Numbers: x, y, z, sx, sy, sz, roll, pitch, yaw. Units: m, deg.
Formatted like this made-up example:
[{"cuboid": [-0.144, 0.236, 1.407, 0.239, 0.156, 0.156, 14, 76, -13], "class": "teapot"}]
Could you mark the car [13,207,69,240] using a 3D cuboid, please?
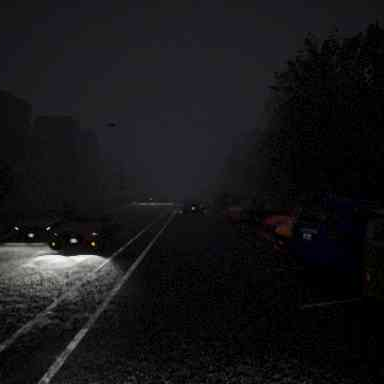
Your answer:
[{"cuboid": [-7.023, 1.503, 17.178, 2.033, 1.411, 5.357, 0, 0, 0], "class": "car"}]

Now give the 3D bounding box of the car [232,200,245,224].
[{"cuboid": [5.346, 1.454, 20.917, 4.792, 1.488, 2.163, 1, 0, -20], "class": "car"}]

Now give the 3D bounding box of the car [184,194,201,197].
[{"cuboid": [-0.152, 1.374, 44.429, 1.895, 1.301, 4.718, 0, 1, -1], "class": "car"}]

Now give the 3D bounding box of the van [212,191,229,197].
[{"cuboid": [5.280, 1.058, 41.741, 4.442, 1.987, 1.878, 1, 0, -21], "class": "van"}]

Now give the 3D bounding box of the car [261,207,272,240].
[{"cuboid": [5.318, 1.459, 12.015, 5.008, 1.535, 2.097, 1, 1, -20], "class": "car"}]

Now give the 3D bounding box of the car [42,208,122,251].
[{"cuboid": [-4.231, 1.533, 13.851, 1.994, 1.385, 4.181, 0, 0, 0], "class": "car"}]

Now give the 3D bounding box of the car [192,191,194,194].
[{"cuboid": [3.389, 0.906, 80.226, 4.892, 1.521, 2.231, 1, 1, -24], "class": "car"}]

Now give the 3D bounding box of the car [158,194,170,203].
[{"cuboid": [-4.886, 1.163, 57.976, 1.812, 1.442, 4.674, 0, 1, -2], "class": "car"}]

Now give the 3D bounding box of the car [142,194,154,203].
[{"cuboid": [-7.720, 1.133, 58.950, 1.837, 1.490, 4.892, 0, 1, -2], "class": "car"}]

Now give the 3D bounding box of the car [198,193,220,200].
[{"cuboid": [3.789, 0.996, 74.299, 4.674, 1.452, 2.002, 1, 1, -24], "class": "car"}]

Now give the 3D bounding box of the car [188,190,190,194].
[{"cuboid": [2.164, 0.791, 95.031, 5.008, 1.535, 2.097, 1, 1, -25], "class": "car"}]

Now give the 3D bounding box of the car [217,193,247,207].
[{"cuboid": [5.270, 1.228, 32.772, 4.553, 1.767, 2.185, 1, 0, -21], "class": "car"}]

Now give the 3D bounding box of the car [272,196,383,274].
[{"cuboid": [5.338, 1.217, 9.069, 5.566, 2.045, 2.435, 1, 0, -20], "class": "car"}]

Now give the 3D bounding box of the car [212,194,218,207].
[{"cuboid": [5.225, 1.348, 38.724, 4.674, 1.452, 2.002, 1, 1, -21], "class": "car"}]

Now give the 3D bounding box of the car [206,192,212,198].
[{"cuboid": [5.199, 1.226, 47.705, 5.366, 1.575, 1.946, 1, 0, -22], "class": "car"}]

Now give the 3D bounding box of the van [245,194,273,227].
[{"cuboid": [5.425, 1.213, 17.987, 4.442, 1.987, 1.878, 1, 0, -20], "class": "van"}]

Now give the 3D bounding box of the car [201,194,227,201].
[{"cuboid": [4.307, 1.081, 65.404, 4.674, 1.452, 2.002, 0, 1, -23], "class": "car"}]

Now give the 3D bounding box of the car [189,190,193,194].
[{"cuboid": [2.674, 0.833, 89.116, 5.008, 1.535, 2.097, 1, 0, -25], "class": "car"}]

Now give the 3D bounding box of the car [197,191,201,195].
[{"cuboid": [4.284, 1.066, 62.364, 5.366, 1.575, 1.946, 1, 1, -23], "class": "car"}]

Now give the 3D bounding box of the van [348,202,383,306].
[{"cuboid": [5.412, 1.250, 6.143, 4.442, 1.987, 1.878, 1, 0, -20], "class": "van"}]

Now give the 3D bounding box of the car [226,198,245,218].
[{"cuboid": [5.500, 1.409, 23.932, 5.366, 1.575, 1.946, 1, 0, -20], "class": "car"}]

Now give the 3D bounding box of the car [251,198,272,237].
[{"cuboid": [5.343, 1.324, 14.989, 4.553, 1.767, 2.185, 1, 1, -20], "class": "car"}]

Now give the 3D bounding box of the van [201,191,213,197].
[{"cuboid": [4.489, 0.875, 59.420, 4.442, 1.987, 1.878, 1, 1, -23], "class": "van"}]

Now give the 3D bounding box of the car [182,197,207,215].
[{"cuboid": [0.085, 1.438, 31.635, 1.994, 1.385, 4.181, 0, 0, 0], "class": "car"}]

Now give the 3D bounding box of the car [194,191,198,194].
[{"cuboid": [3.999, 0.733, 71.349, 5.566, 2.045, 2.435, 1, 0, -24], "class": "car"}]

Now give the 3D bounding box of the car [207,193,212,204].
[{"cuboid": [5.097, 1.255, 44.667, 5.008, 1.535, 2.097, 1, 0, -22], "class": "car"}]

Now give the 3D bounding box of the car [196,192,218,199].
[{"cuboid": [3.558, 0.804, 77.256, 4.553, 1.767, 2.185, 1, 0, -24], "class": "car"}]

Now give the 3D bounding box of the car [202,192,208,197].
[{"cuboid": [4.716, 1.174, 56.504, 4.674, 1.452, 2.002, 0, 0, -23], "class": "car"}]

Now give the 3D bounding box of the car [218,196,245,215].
[{"cuboid": [5.152, 1.388, 26.773, 5.366, 1.575, 1.946, 1, 1, -20], "class": "car"}]
